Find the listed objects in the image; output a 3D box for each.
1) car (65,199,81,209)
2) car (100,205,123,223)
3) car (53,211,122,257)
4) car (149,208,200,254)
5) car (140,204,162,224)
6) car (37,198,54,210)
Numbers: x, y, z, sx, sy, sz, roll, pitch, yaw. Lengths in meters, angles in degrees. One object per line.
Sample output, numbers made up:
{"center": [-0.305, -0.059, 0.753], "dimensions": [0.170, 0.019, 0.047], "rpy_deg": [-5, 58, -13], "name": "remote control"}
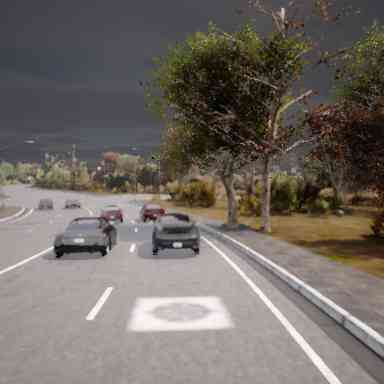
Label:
{"center": [-17.089, 1.650, 47.680], "dimensions": [1.994, 1.385, 4.181], "rpy_deg": [-1, 2, -23], "name": "car"}
{"center": [-6.986, 1.862, 28.973], "dimensions": [1.812, 1.442, 4.674], "rpy_deg": [-1, 0, -14], "name": "car"}
{"center": [-4.270, 1.730, 13.881], "dimensions": [1.994, 1.385, 4.181], "rpy_deg": [0, -1, -7], "name": "car"}
{"center": [-0.794, 1.652, 14.281], "dimensions": [1.837, 1.490, 4.892], "rpy_deg": [0, 0, -7], "name": "car"}
{"center": [-3.608, 1.772, 29.882], "dimensions": [1.882, 1.535, 5.008], "rpy_deg": [-1, 0, -14], "name": "car"}
{"center": [-20.288, 1.668, 46.255], "dimensions": [1.837, 1.490, 4.892], "rpy_deg": [-1, 2, -24], "name": "car"}
